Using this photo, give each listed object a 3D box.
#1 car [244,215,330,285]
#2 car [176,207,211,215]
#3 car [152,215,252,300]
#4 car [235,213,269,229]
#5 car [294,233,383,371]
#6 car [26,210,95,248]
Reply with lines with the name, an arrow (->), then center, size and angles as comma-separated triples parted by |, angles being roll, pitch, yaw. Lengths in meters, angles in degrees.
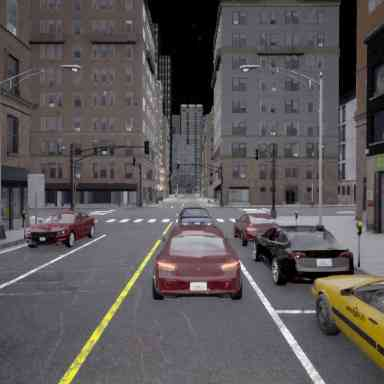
car -> 2.868, 1.563, 9.286 | 1.947, 1.339, 4.313 | -1, 0, 0
car -> 0.136, 1.542, 18.275 | 2.033, 1.411, 5.357 | 0, 0, -3
car -> 0.100, 1.523, 8.254 | 1.812, 1.442, 4.674 | 0, 0, 0
car -> 2.870, 1.577, 14.871 | 1.802, 1.307, 4.206 | -1, 0, 0
car -> 2.866, 1.524, 3.869 | 1.752, 1.417, 4.829 | -1, 0, 0
car -> -5.676, 1.540, 14.871 | 1.887, 1.381, 4.507 | -1, 0, 0
